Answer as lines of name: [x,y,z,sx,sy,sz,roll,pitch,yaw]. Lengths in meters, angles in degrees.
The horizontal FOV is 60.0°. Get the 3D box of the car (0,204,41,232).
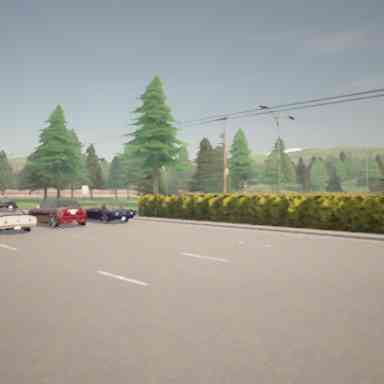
car: [-10.595,1.537,18.486,4.718,1.301,1.895,0,0,40]

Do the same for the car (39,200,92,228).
car: [-8.845,1.276,21.592,4.553,1.767,2.097,0,0,40]

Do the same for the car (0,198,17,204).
car: [-20.716,1.401,36.291,4.674,1.442,1.812,0,0,40]

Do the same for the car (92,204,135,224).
car: [-6.342,1.515,24.057,4.718,1.301,1.895,0,0,40]
